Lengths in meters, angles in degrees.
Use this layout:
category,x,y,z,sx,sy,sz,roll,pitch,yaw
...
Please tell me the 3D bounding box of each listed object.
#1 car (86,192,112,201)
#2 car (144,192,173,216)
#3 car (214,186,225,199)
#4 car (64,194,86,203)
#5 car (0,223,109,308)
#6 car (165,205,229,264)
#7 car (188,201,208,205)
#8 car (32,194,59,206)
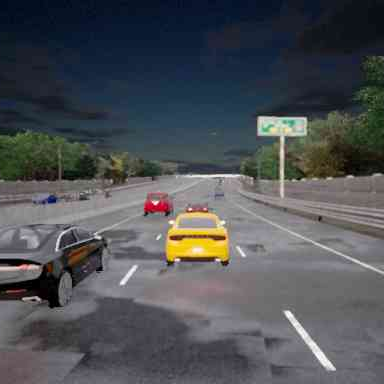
category,x,y,z,sx,sy,sz,roll,pitch,yaw
car,-13.047,0.835,47.862,2.097,1.767,4.553,0,1,3
car,-2.969,1.038,30.256,2.150,2.045,5.566,0,1,2
car,5.360,0.275,64.760,2.097,1.767,4.553,0,2,3
car,-16.551,1.027,47.983,2.033,1.411,5.357,0,1,3
car,-3.353,1.486,7.877,2.128,1.511,4.902,0,0,0
car,0.183,1.463,11.752,1.882,1.535,5.008,0,0,1
car,0.523,1.424,29.880,1.895,1.301,4.718,0,1,2
car,-20.128,1.003,45.952,1.882,1.535,5.008,0,1,3
